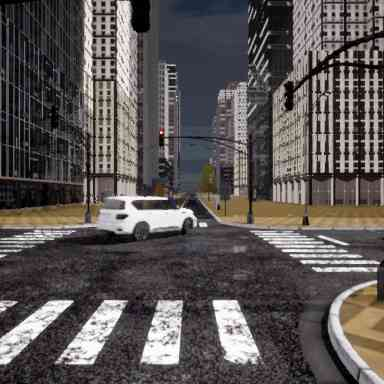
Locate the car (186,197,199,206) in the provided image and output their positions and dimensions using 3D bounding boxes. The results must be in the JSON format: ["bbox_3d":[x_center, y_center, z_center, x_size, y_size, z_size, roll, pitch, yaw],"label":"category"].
[{"bbox_3d":[0.056,1.542,54.958,2.033,1.411,5.357,0,0,0],"label":"car"}]

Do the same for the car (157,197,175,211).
[{"bbox_3d":[-3.127,1.475,41.480,1.882,1.535,5.008,0,0,0],"label":"car"}]

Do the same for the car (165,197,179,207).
[{"bbox_3d":[-3.130,1.559,53.502,1.994,1.385,4.181,0,0,0],"label":"car"}]

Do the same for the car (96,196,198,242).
[{"bbox_3d":[-2.128,1.229,16.838,2.150,2.045,5.566,2,1,39],"label":"car"}]

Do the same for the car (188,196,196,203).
[{"bbox_3d":[0.002,1.516,71.051,1.812,1.442,4.674,0,0,0],"label":"car"}]

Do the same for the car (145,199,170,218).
[{"bbox_3d":[-3.124,1.504,31.189,1.837,1.490,4.892,0,0,0],"label":"car"}]
